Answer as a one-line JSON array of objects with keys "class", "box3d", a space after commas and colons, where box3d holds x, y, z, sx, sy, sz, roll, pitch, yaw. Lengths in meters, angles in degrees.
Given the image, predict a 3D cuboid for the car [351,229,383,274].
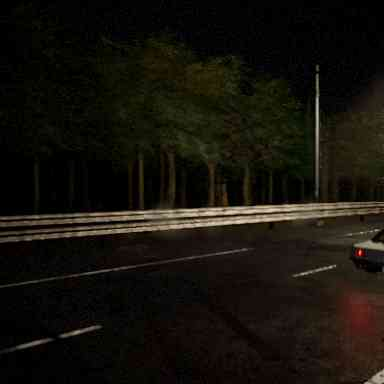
[{"class": "car", "box3d": [6.489, 1.576, 9.259, 4.718, 1.301, 1.895, 0, 0, -37]}]
